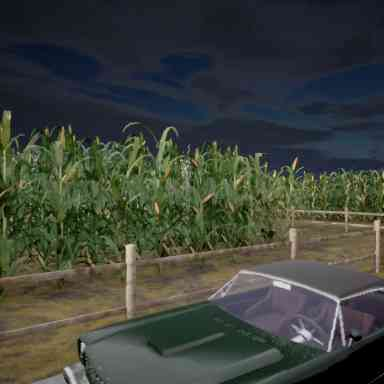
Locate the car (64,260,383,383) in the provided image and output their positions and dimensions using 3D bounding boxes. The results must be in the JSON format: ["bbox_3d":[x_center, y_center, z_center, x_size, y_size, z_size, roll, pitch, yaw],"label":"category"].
[{"bbox_3d":[1.126,1.602,3.833,4.718,1.301,1.895,0,0,-35],"label":"car"}]
